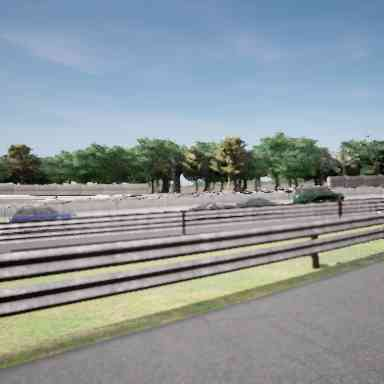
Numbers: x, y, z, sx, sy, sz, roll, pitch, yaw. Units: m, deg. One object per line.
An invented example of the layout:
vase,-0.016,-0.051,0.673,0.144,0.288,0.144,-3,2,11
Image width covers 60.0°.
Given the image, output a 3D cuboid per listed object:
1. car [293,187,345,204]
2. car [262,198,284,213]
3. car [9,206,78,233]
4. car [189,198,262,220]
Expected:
car,13.298,0.471,34.944,5.566,2.045,2.150,-3,1,-18
car,5.793,1.201,28.830,4.674,1.442,1.812,-3,1,-18
car,-10.389,1.803,23.582,4.553,1.767,2.097,-3,1,-18
car,2.137,1.412,23.965,4.902,1.511,2.128,-3,1,-18
